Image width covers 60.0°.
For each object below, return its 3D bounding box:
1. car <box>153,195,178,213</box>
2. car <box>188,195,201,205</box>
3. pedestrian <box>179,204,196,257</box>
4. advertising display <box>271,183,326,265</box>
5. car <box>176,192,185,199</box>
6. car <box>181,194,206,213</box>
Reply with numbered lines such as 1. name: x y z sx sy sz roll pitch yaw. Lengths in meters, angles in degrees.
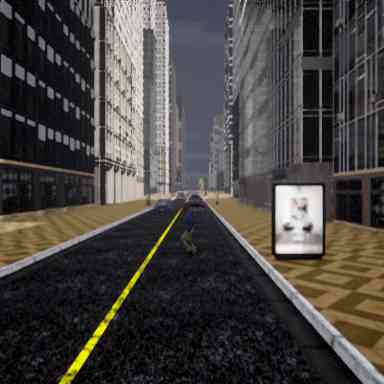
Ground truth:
1. car: -2.861 1.327 34.593 2.033 1.411 5.357 0 0 0
2. car: 0.430 1.184 49.066 1.837 1.490 4.892 0 -1 0
3. pedestrian: -0.147 1.222 11.034 0.375 1.860 0.375 0 0 -5
4. advertising display: 3.198 0.961 10.034 1.540 2.440 0.280 0 0 0
5. car: -2.482 0.806 75.283 2.097 1.767 4.553 0 0 0
6. car: 0.316 1.281 32.954 2.128 1.511 4.902 0 0 1
